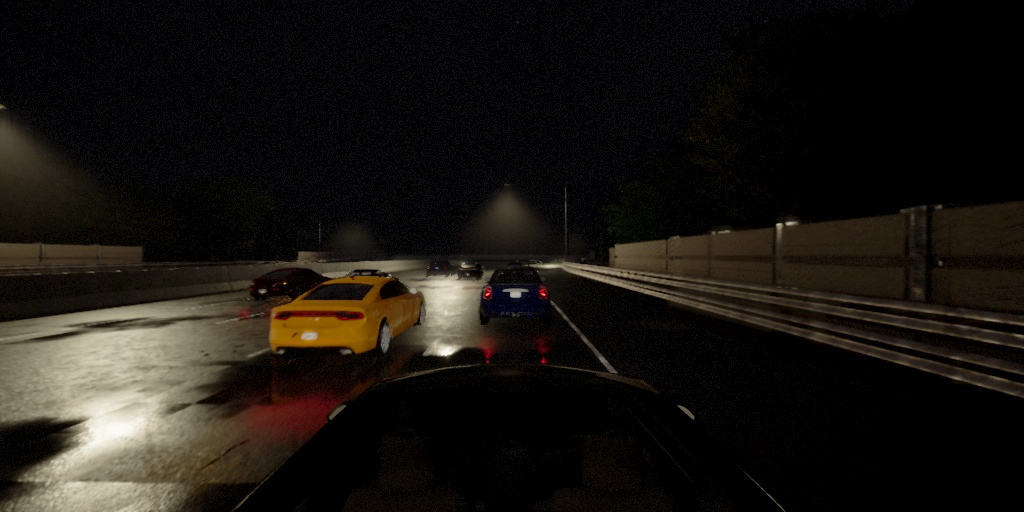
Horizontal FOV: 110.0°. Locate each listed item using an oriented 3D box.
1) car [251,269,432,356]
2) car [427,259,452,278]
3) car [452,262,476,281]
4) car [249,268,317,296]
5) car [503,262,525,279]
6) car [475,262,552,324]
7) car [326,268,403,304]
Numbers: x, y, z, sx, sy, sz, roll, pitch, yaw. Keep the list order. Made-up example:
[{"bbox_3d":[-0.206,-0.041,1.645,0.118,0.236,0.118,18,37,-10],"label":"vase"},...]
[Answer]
[{"bbox_3d":[-3.499,1.234,8.669,1.882,1.535,5.008,0,0,0],"label":"car"},{"bbox_3d":[-6.895,1.132,35.073,2.097,1.767,4.553,0,0,0],"label":"car"},{"bbox_3d":[-3.496,1.268,30.807,2.128,1.511,4.902,0,0,0],"label":"car"},{"bbox_3d":[-10.385,1.290,17.253,1.812,1.442,4.674,0,0,0],"label":"car"},{"bbox_3d":[0.265,1.302,33.598,1.812,1.442,4.674,0,0,2],"label":"car"},{"bbox_3d":[0.101,1.112,12.219,2.097,1.767,4.553,0,0,0],"label":"car"},{"bbox_3d":[-6.898,1.329,17.333,1.994,1.385,4.181,0,0,0],"label":"car"}]
